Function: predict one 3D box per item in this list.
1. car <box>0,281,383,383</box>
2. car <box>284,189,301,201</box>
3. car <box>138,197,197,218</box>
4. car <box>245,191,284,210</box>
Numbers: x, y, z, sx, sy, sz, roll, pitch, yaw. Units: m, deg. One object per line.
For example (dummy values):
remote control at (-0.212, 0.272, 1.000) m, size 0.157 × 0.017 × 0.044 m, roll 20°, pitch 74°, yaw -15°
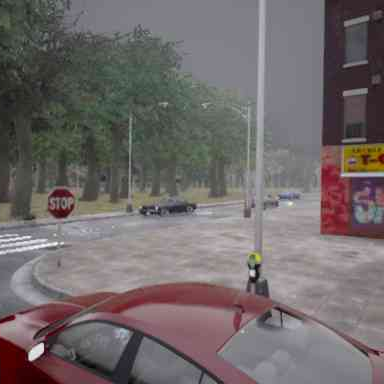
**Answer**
car at (-0.263, 1.540, 2.981) m, size 4.507 × 1.381 × 1.887 m, roll 0°, pitch 1°, yaw 36°
car at (13.071, 0.377, 44.638) m, size 1.882 × 1.535 × 5.008 m, roll 1°, pitch 2°, yaw 36°
car at (-1.670, 1.068, 24.071) m, size 1.895 × 1.301 × 4.718 m, roll 1°, pitch 2°, yaw 35°
car at (6.406, 0.826, 30.312) m, size 1.812 × 1.442 × 4.674 m, roll 1°, pitch 2°, yaw 35°
